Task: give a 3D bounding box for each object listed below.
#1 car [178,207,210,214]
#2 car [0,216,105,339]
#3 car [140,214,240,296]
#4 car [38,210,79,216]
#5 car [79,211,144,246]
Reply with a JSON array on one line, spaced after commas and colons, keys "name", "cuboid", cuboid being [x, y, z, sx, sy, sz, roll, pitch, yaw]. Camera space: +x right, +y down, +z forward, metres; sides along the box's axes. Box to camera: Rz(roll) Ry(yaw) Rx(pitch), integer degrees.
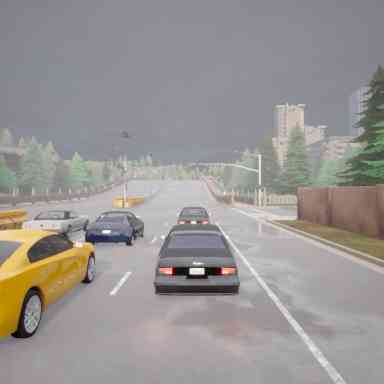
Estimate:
[{"name": "car", "cuboid": [0.104, 1.553, 18.888, 2.033, 1.411, 5.357, 0, 0, 1]}, {"name": "car", "cuboid": [-3.407, 1.480, 6.612, 1.882, 1.535, 5.008, 0, 0, 0]}, {"name": "car", "cuboid": [0.091, 1.550, 8.822, 2.033, 1.411, 5.357, 0, 0, 0]}, {"name": "car", "cuboid": [-6.918, 1.606, 17.597, 1.895, 1.301, 4.718, 0, 0, 0]}, {"name": "car", "cuboid": [-3.421, 1.569, 15.369, 1.994, 1.385, 4.181, 0, 0, 0]}]
